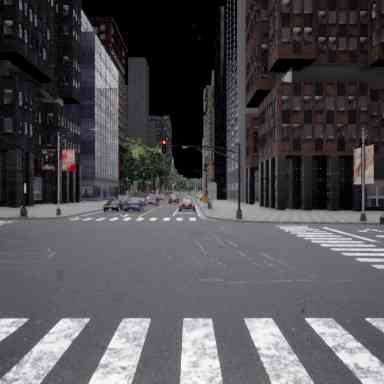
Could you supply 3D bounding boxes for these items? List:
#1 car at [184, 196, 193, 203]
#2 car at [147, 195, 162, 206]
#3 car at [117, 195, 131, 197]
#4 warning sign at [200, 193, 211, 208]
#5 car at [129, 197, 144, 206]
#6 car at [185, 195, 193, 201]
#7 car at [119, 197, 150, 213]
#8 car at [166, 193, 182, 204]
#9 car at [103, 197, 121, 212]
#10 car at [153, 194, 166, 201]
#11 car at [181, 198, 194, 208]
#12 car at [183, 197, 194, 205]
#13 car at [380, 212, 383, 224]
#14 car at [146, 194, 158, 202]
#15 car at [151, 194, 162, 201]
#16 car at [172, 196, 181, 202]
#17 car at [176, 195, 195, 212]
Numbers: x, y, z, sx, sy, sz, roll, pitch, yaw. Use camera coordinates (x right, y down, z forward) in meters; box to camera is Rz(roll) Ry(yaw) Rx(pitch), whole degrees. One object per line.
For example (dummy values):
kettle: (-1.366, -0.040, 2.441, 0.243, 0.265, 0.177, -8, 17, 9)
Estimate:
car: (-0.754, 1.606, 71.780, 1.752, 1.417, 4.829, 0, 0, 0)
car: (-6.501, 1.601, 53.802, 1.994, 1.385, 4.181, 0, 0, 0)
car: (-9.128, 1.331, 44.443, 2.192, 1.841, 5.009, 0, 0, 0)
warning sign: (1.718, 1.128, 42.745, 1.300, 1.860, 1.060, 0, 0, 0)
car: (-9.187, 1.565, 55.124, 1.752, 1.417, 4.829, 0, 0, 0)
car: (-0.845, 1.566, 87.885, 1.967, 1.590, 4.097, 0, 0, 0)
car: (-6.423, 1.549, 37.588, 2.033, 1.411, 5.357, 0, 0, 0)
car: (-3.480, 1.417, 65.601, 2.097, 1.767, 4.553, 0, 0, 0)
car: (-9.097, 1.570, 39.016, 1.947, 1.339, 4.313, 0, 0, 0)
car: (-6.501, 1.355, 69.392, 1.837, 1.490, 4.892, 0, 0, 0)
car: (-0.632, 1.610, 49.911, 1.802, 1.307, 4.206, 0, 0, 0)
car: (-0.693, 1.597, 60.761, 1.887, 1.381, 4.507, 0, 0, 0)
car: (14.997, 1.456, 21.005, 5.566, 2.045, 2.150, 1, 0, 0)
car: (-9.309, 1.410, 76.998, 2.192, 1.841, 5.009, 0, 0, 0)
car: (-9.370, 1.441, 87.850, 2.192, 1.841, 5.009, 0, 0, 0)
car: (-3.535, 1.576, 75.638, 1.812, 1.442, 4.674, 0, 0, 0)
car: (-0.572, 1.445, 39.061, 1.967, 1.590, 4.097, 0, 0, 0)
